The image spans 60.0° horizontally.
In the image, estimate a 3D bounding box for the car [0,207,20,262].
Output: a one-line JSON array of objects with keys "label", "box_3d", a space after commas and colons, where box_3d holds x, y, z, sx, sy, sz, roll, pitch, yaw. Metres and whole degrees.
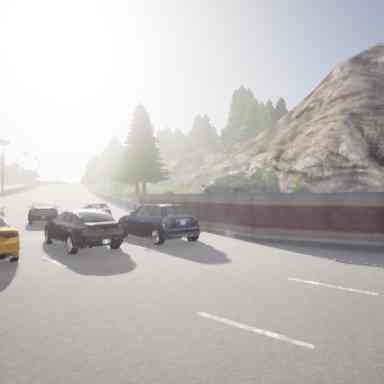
[{"label": "car", "box_3d": [-7.184, 1.426, 11.121, 1.882, 1.535, 5.008, 0, 0, -39]}]

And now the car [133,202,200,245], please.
[{"label": "car", "box_3d": [-1.691, 1.294, 15.464, 2.097, 1.767, 4.553, 0, 0, -39]}]

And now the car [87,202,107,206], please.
[{"label": "car", "box_3d": [-7.109, 1.446, 24.600, 2.033, 1.411, 5.357, 0, 0, -23]}]

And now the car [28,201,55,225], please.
[{"label": "car", "box_3d": [-10.339, 1.386, 23.252, 2.128, 1.511, 4.902, 0, 0, -23]}]

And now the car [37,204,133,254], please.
[{"label": "car", "box_3d": [-4.449, 1.440, 13.304, 1.837, 1.490, 4.892, 0, 0, -39]}]
